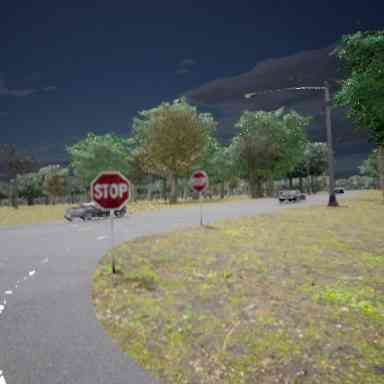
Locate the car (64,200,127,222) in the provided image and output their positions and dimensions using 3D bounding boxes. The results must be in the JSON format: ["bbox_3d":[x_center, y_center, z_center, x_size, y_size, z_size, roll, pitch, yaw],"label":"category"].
[{"bbox_3d":[-6.588,1.212,23.120,1.812,1.442,4.674,-3,-1,34],"label":"car"}]

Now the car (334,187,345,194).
[{"bbox_3d":[32.742,-0.336,73.768,1.882,1.535,5.008,-3,-1,29],"label":"car"}]

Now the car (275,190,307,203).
[{"bbox_3d":[11.243,0.519,36.967,1.895,1.301,4.718,-3,-1,34],"label":"car"}]

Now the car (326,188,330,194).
[{"bbox_3d":[35.943,-0.336,86.125,1.812,1.442,4.674,-3,-1,33],"label":"car"}]
